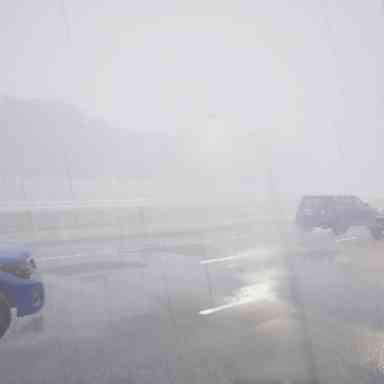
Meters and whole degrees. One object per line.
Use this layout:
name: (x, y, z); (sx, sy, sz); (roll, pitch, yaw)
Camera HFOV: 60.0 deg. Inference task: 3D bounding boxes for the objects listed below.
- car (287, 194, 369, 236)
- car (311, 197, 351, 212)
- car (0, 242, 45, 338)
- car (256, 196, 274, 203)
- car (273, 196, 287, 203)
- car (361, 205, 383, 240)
car: (7.953, 1.126, 17.973); (5.566, 2.045, 2.150); (-1, 0, -35)
car: (15.060, 1.328, 36.003); (4.181, 1.385, 1.994); (-1, 0, -34)
car: (-5.037, 1.219, 4.452); (5.566, 2.045, 2.150); (0, 0, -36)
car: (10.820, 1.269, 45.826); (4.674, 1.442, 1.812); (0, 0, -35)
car: (13.574, 1.284, 43.473); (5.357, 1.411, 2.033); (-1, 0, -35)
car: (9.982, 1.410, 15.120); (4.892, 1.490, 1.837); (-1, 0, -35)
